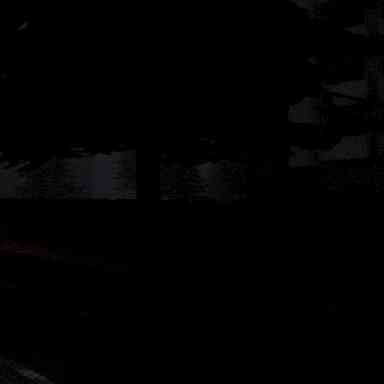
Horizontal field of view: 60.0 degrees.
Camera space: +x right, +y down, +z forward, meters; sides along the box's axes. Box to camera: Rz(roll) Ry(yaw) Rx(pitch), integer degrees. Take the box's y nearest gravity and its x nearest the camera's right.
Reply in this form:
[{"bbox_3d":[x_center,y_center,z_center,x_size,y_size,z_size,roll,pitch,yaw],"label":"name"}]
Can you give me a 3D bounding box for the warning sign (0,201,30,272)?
[{"bbox_3d":[-5.453,1.209,9.305,1.060,1.860,1.300,-1,0,37],"label":"warning sign"}]
